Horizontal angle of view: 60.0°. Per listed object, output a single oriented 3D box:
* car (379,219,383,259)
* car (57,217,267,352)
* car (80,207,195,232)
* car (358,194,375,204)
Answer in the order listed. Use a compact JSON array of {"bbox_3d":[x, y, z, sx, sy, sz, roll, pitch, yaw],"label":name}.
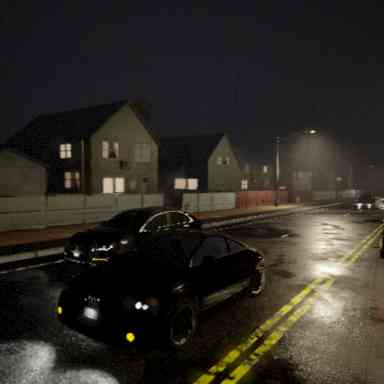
[{"bbox_3d":[7.622,1.405,11.314,2.128,1.511,4.902,2,1,35],"label":"car"},{"bbox_3d":[-0.213,1.421,6.069,1.994,1.385,4.181,2,1,35],"label":"car"},{"bbox_3d":[-1.412,1.253,10.039,1.837,1.490,4.892,2,1,35],"label":"car"},{"bbox_3d":[26.117,1.012,49.578,2.033,1.411,5.357,2,2,35],"label":"car"}]
